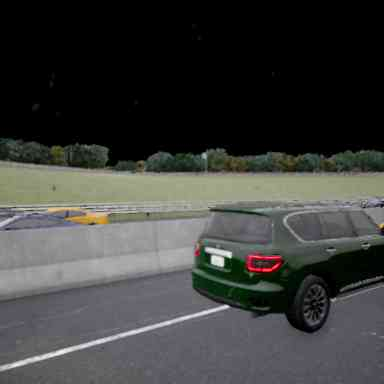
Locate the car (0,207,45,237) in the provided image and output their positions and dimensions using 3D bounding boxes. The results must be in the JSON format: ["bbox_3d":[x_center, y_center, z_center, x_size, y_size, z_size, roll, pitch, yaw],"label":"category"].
[{"bbox_3d":[-10.433,1.626,18.050,4.181,1.385,1.994,0,0,-36],"label":"car"}]

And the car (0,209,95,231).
[{"bbox_3d":[-6.315,1.565,12.391,4.674,1.442,1.812,0,0,-36],"label":"car"}]

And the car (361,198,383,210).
[{"bbox_3d":[24.002,1.487,43.148,4.674,1.442,1.812,0,0,-36],"label":"car"}]

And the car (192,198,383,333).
[{"bbox_3d":[2.594,1.221,7.047,5.566,2.045,2.150,0,0,-36],"label":"car"}]

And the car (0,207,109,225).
[{"bbox_3d":[-6.660,1.522,16.459,5.008,1.535,1.882,0,0,-36],"label":"car"}]
